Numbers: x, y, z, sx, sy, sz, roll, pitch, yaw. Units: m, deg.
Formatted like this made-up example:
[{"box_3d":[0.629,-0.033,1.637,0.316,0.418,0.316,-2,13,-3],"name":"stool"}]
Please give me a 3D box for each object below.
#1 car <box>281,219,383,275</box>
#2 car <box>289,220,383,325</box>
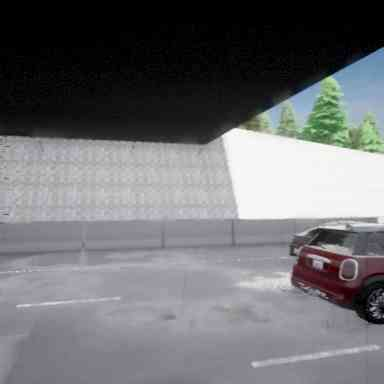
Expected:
[{"box_3d":[5.531,1.724,11.153,4.674,1.442,1.812,0,-1,-16],"name":"car"},{"box_3d":[4.566,1.484,7.250,4.553,1.767,2.097,0,-1,-16],"name":"car"}]
